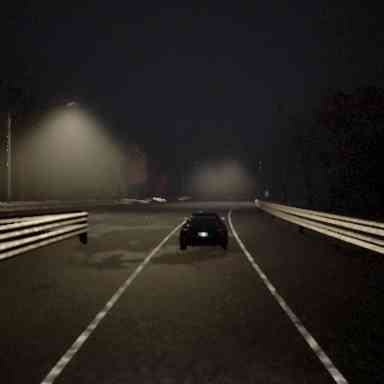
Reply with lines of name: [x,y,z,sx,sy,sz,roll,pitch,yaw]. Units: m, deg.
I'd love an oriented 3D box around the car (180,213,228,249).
car: [0.548,1.609,14.824,1.994,1.385,4.181,0,0,3]
